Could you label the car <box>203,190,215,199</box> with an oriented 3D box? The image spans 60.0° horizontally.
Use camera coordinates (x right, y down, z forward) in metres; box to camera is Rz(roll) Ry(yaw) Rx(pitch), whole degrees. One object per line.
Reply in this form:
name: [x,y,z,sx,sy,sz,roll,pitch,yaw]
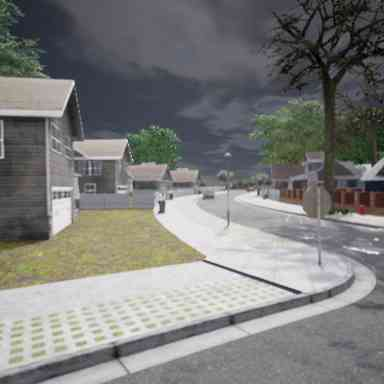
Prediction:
car: [2.830,0.421,55.148,1.837,1.490,4.892,-1,1,6]
